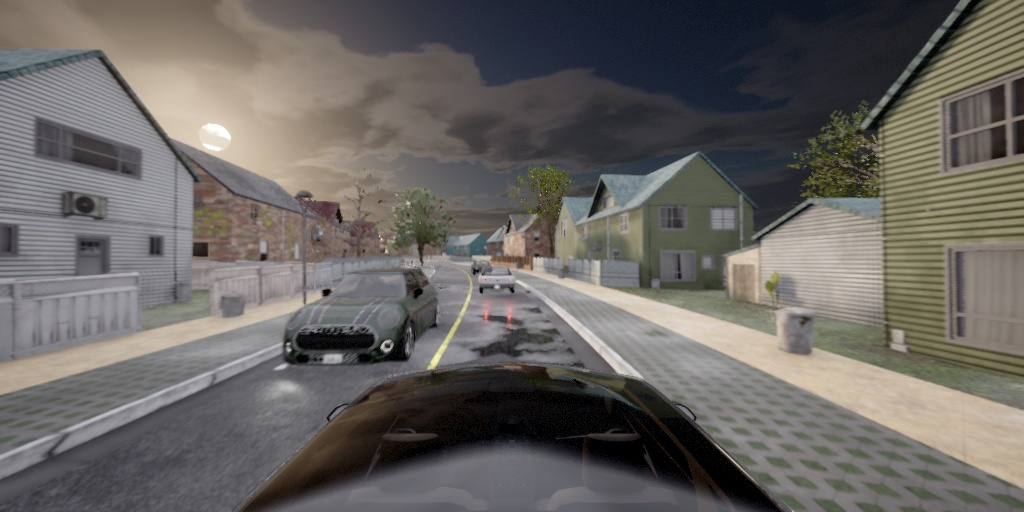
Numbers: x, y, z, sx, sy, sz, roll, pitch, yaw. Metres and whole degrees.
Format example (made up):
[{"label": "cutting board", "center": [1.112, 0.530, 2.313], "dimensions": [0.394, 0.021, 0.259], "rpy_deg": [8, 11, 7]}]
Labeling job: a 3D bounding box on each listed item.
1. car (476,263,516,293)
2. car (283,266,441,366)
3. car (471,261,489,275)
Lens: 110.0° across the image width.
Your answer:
[{"label": "car", "center": [-0.915, 1.243, 20.042], "dimensions": [1.895, 1.301, 4.718], "rpy_deg": [0, 0, -5]}, {"label": "car", "center": [-2.987, 1.071, 8.112], "dimensions": [2.097, 1.767, 4.553], "rpy_deg": [0, 0, -2]}, {"label": "car", "center": [-3.120, 1.135, 36.123], "dimensions": [1.895, 1.301, 4.718], "rpy_deg": [0, 0, -9]}]
